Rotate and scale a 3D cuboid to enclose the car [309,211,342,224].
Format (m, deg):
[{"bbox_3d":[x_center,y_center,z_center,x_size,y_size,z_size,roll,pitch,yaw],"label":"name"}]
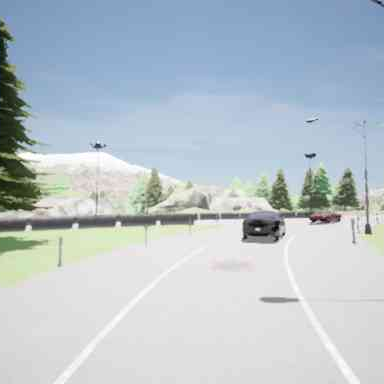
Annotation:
[{"bbox_3d":[13.999,2.584,34.655,1.895,1.301,4.718,-2,-3,41],"label":"car"}]

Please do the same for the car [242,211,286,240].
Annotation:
[{"bbox_3d":[4.213,1.826,19.061,1.882,1.535,5.008,-1,-2,21],"label":"car"}]
